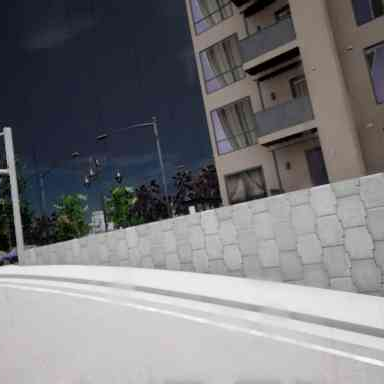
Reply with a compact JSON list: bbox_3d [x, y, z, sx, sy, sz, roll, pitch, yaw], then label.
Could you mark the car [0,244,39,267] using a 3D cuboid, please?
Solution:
[{"bbox_3d":[-15.548,5.657,29.612,2.097,1.767,4.553,-15,-9,35],"label":"car"}]
